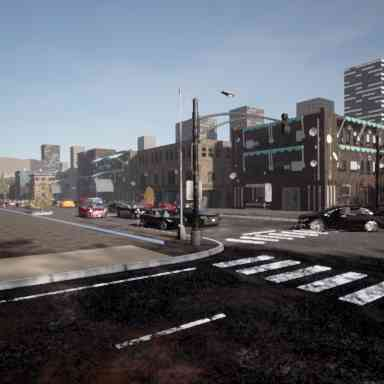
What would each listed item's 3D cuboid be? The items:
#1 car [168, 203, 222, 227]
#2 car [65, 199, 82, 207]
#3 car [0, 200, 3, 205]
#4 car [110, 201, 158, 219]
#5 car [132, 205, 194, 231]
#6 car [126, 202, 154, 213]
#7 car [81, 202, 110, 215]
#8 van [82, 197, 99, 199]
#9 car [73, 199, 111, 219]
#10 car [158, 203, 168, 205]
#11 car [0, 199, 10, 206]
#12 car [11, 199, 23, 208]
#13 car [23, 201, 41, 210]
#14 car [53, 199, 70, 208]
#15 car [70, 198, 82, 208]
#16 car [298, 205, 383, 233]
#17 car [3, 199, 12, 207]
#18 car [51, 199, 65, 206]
[{"bbox_3d":[0.261,1.779,24.384,1.994,1.385,4.181,-1,0,-38],"label":"car"},{"bbox_3d":[-23.419,2.221,65.759,1.887,1.381,4.507,-1,0,-37],"label":"car"},{"bbox_3d":[-43.383,2.543,78.479,2.008,1.369,4.403,-1,0,-37],"label":"car"},{"bbox_3d":[-5.718,1.821,32.412,2.128,1.511,4.902,-1,0,-37],"label":"car"},{"bbox_3d":[-2.045,1.811,22.947,1.947,1.339,4.313,-2,0,-37],"label":"car"},{"bbox_3d":[-6.853,1.960,43.588,1.802,1.307,4.206,-2,0,-37],"label":"car"},{"bbox_3d":[-11.839,1.970,40.619,1.812,1.442,4.674,-1,0,-36],"label":"car"},{"bbox_3d":[-16.798,1.901,56.890,1.690,1.788,3.998,-2,0,-37],"label":"van"},{"bbox_3d":[-10.256,1.843,34.136,1.967,1.590,4.097,-2,0,-37],"label":"car"},{"bbox_3d":[-3.541,1.898,39.155,1.802,1.307,4.206,-2,0,-37],"label":"car"},{"bbox_3d":[-46.696,2.593,82.912,1.887,1.381,4.507,-1,0,-37],"label":"car"},{"bbox_3d":[-33.445,2.372,65.176,2.008,1.369,4.403,-1,0,-37],"label":"car"},{"bbox_3d":[-26.717,2.229,56.171,1.752,1.417,4.829,-1,0,-37],"label":"car"},{"bbox_3d":[-23.607,2.024,61.693,2.097,1.767,4.553,-1,0,-37],"label":"car"},{"bbox_3d":[-20.112,1.934,61.324,2.192,1.841,5.009,-2,0,-37],"label":"car"},{"bbox_3d":[8.823,1.540,19.616,4.892,1.490,1.837,-1,2,16],"label":"car"},{"bbox_3d":[-40.073,2.376,74.043,1.967,1.590,4.097,-1,0,-37],"label":"car"},{"bbox_3d":[-30.045,2.358,74.628,1.947,1.339,4.313,-1,0,-37],"label":"car"}]
